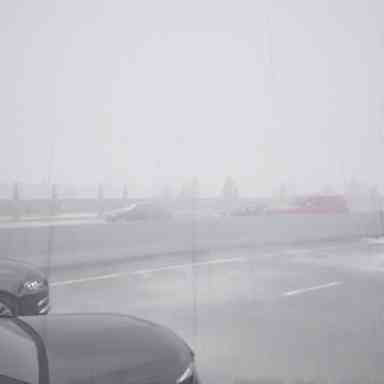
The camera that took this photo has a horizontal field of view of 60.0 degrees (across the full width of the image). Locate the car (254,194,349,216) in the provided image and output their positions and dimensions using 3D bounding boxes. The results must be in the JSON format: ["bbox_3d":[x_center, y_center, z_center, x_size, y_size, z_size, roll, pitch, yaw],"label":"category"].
[{"bbox_3d":[6.730,1.153,19.635,5.566,2.045,2.150,0,0,-25],"label":"car"}]

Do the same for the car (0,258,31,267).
[{"bbox_3d":[-4.619,1.461,4.603,4.902,1.511,2.128,0,0,-36],"label":"car"}]

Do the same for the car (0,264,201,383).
[{"bbox_3d":[-2.062,1.511,2.153,4.674,1.442,1.812,0,0,-35],"label":"car"}]

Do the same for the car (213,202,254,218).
[{"bbox_3d":[3.709,1.408,22.010,4.902,1.511,2.128,0,0,-26],"label":"car"}]

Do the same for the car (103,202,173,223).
[{"bbox_3d":[-3.500,1.426,22.136,4.674,1.442,1.812,0,0,-29],"label":"car"}]
